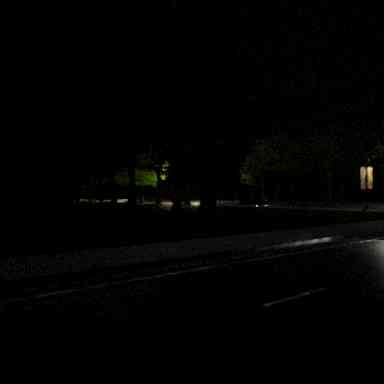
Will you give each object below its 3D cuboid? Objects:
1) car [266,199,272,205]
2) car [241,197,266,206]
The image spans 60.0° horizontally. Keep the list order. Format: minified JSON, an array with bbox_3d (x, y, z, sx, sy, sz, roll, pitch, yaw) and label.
[{"bbox_3d":[14.983,1.853,71.458,2.097,1.767,4.553,-1,0,-35],"label":"car"},{"bbox_3d":[12.342,2.041,69.569,1.882,1.535,5.008,-1,0,-35],"label":"car"}]
